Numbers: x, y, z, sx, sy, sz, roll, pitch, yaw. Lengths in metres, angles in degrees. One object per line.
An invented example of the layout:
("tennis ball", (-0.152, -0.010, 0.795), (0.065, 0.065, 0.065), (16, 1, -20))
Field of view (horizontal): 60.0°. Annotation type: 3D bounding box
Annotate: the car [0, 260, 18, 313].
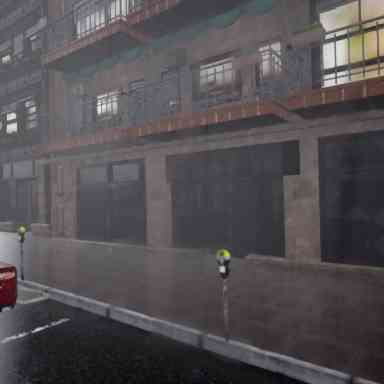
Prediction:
("car", (-5.127, 1.551, 6.393), (4.507, 1.381, 1.887), (0, -1, 35))
